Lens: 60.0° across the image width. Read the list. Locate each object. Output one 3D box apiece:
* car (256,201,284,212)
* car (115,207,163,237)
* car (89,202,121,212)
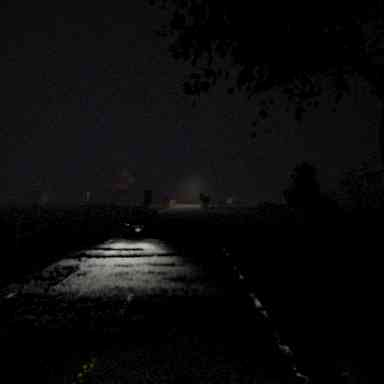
[{"bbox_3d":[12.273,2.211,51.139,4.902,1.511,2.128,0,0,-1],"label":"car"},{"bbox_3d":[-2.848,1.765,19.992,2.128,1.511,4.902,0,-1,0],"label":"car"},{"bbox_3d":[-13.092,2.227,50.657,4.718,1.301,1.895,0,0,-1],"label":"car"}]
